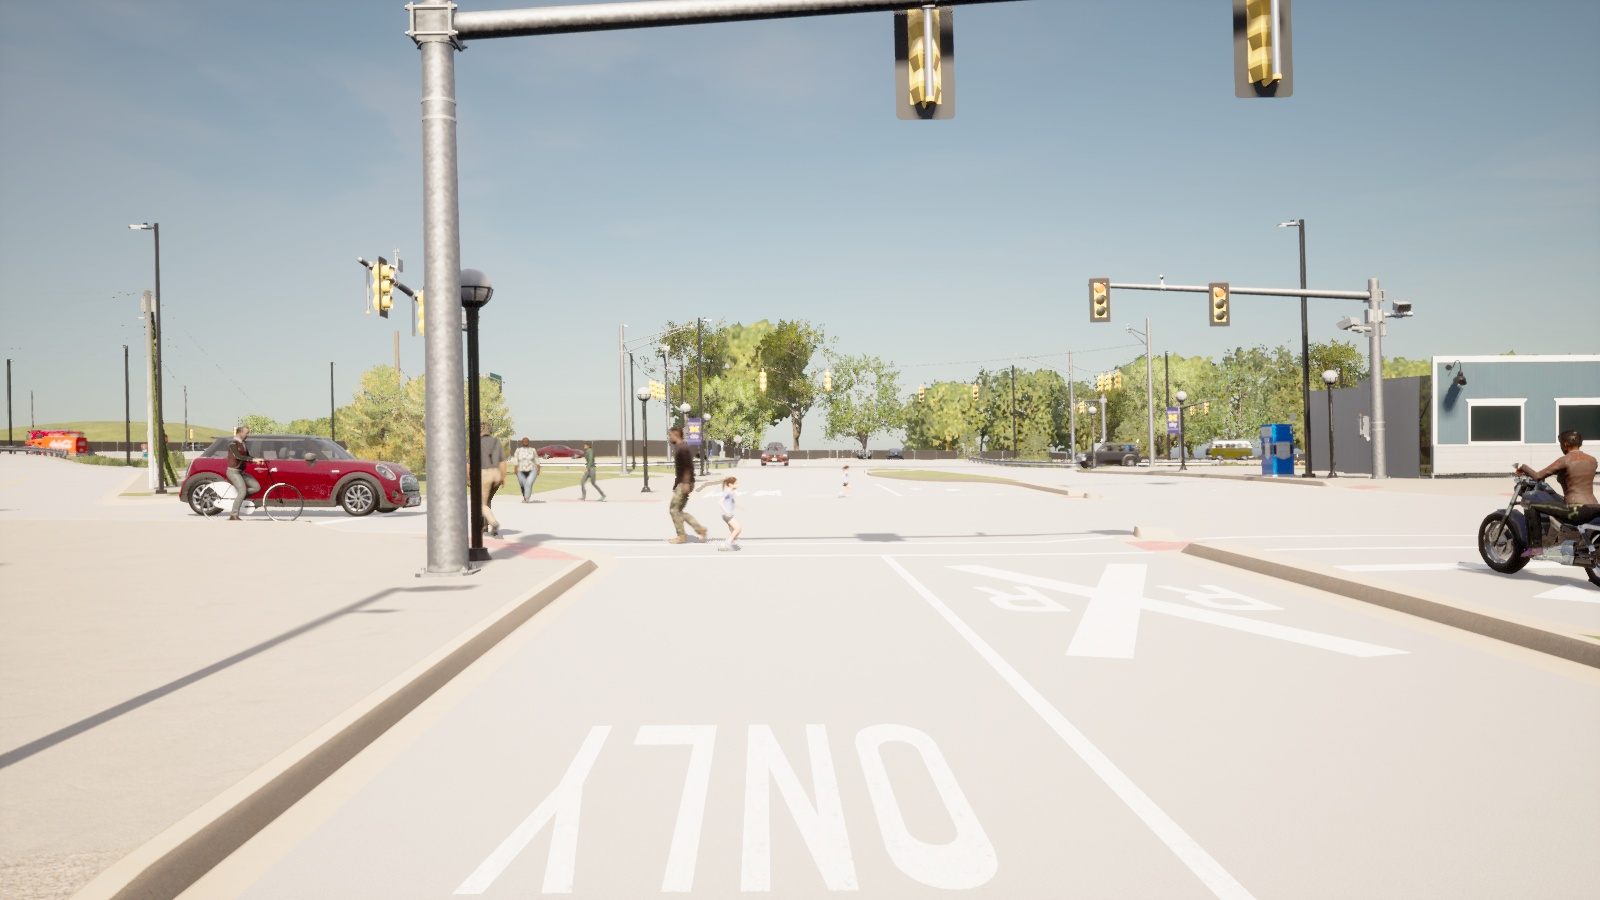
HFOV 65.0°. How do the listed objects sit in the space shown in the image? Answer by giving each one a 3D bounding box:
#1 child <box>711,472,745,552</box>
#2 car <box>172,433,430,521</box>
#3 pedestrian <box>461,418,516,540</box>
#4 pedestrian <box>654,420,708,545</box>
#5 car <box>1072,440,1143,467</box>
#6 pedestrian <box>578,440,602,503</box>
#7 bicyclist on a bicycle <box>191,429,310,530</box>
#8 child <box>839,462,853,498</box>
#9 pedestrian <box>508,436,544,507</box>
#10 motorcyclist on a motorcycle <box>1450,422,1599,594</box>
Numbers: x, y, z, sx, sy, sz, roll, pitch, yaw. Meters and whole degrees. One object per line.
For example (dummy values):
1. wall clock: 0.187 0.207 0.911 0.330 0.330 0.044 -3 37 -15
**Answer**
1. child: -1.009 0.865 17.576 0.394 1.110 0.255 -2 -1 10
2. car: -10.302 0.550 26.207 4.553 1.767 2.097 0 -1 -2
3. pedestrian: -4.812 0.443 19.413 0.540 1.848 0.694 -1 -1 -37
4. pedestrian: -1.782 0.487 18.878 0.703 1.840 0.431 -2 -1 1
5. car: 22.305 0.245 91.136 4.605 1.855 1.932 -1 -1 -1
6. pedestrian: -6.277 0.643 37.573 0.614 1.847 0.353 -2 -1 -18
7. bicyclist on a bicycle: -9.852 0.525 22.564 1.843 1.776 0.659 0 -1 -2
8. child: 1.434 0.922 39.129 0.394 1.110 0.255 -2 -1 -2
9. pedestrian: -7.422 0.577 34.061 0.874 1.855 0.900 -2 -1 -10
10. motorcyclist on a motorcycle: 7.964 0.535 13.254 0.766 1.649 2.350 -1 1 -6
